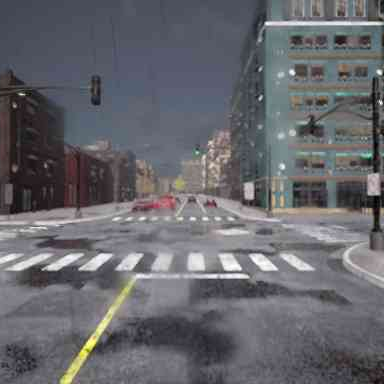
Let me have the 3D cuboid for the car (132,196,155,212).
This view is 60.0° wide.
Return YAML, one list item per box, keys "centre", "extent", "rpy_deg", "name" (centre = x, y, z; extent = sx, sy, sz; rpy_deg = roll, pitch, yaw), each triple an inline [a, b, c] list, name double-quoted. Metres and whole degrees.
- centre: [-5.753, 1.553, 38.082]
  extent: [1.887, 1.381, 4.507]
  rpy_deg: [1, 0, 0]
  name: "car"

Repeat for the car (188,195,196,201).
- centre: [0.000, 1.402, 76.178]
  extent: [1.994, 1.385, 4.181]
  rpy_deg: [0, 0, 0]
  name: "car"

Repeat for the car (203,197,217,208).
- centre: [2.706, 1.451, 49.512]
  extent: [1.967, 1.590, 4.097]
  rpy_deg: [1, 0, 0]
  name: "car"

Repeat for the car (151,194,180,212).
- centre: [-3.080, 1.230, 39.811]
  extent: [2.150, 2.045, 5.566]
  rpy_deg: [0, 0, 2]
  name: "car"

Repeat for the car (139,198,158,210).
- centre: [-5.677, 1.554, 43.764]
  extent: [1.887, 1.381, 4.507]
  rpy_deg: [1, 0, 0]
  name: "car"

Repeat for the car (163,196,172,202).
- centre: [-5.677, 1.600, 77.884]
  extent: [1.802, 1.307, 4.206]
  rpy_deg: [1, 0, 0]
  name: "car"

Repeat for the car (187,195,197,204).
- centre: [0.000, 1.562, 65.752]
  extent: [2.033, 1.411, 5.357]
  rpy_deg: [0, 0, 0]
  name: "car"
